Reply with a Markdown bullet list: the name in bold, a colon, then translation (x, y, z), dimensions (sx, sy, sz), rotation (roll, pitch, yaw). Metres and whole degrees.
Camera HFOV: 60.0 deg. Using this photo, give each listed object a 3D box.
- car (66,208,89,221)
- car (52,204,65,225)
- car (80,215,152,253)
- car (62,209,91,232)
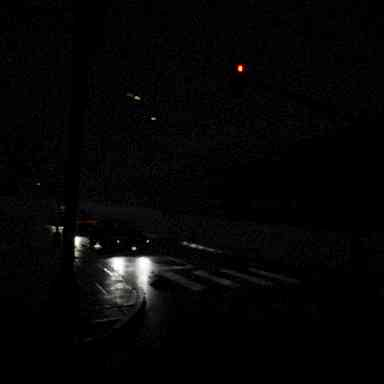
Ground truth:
- **car**: translation (-15.488, 2.980, 44.947), dimensions (2.128, 1.511, 4.902), rotation (5, -3, -27)
- **car**: translation (-13.202, 2.474, 34.541), dimensions (2.097, 1.767, 4.553), rotation (5, -3, -28)
- **car**: translation (-3.882, 2.165, 16.944), dimensions (2.033, 1.411, 5.357), rotation (5, -4, -31)
- **car**: translation (-8.487, 2.367, 25.662), dimensions (1.882, 1.535, 5.008), rotation (5, -4, -28)
